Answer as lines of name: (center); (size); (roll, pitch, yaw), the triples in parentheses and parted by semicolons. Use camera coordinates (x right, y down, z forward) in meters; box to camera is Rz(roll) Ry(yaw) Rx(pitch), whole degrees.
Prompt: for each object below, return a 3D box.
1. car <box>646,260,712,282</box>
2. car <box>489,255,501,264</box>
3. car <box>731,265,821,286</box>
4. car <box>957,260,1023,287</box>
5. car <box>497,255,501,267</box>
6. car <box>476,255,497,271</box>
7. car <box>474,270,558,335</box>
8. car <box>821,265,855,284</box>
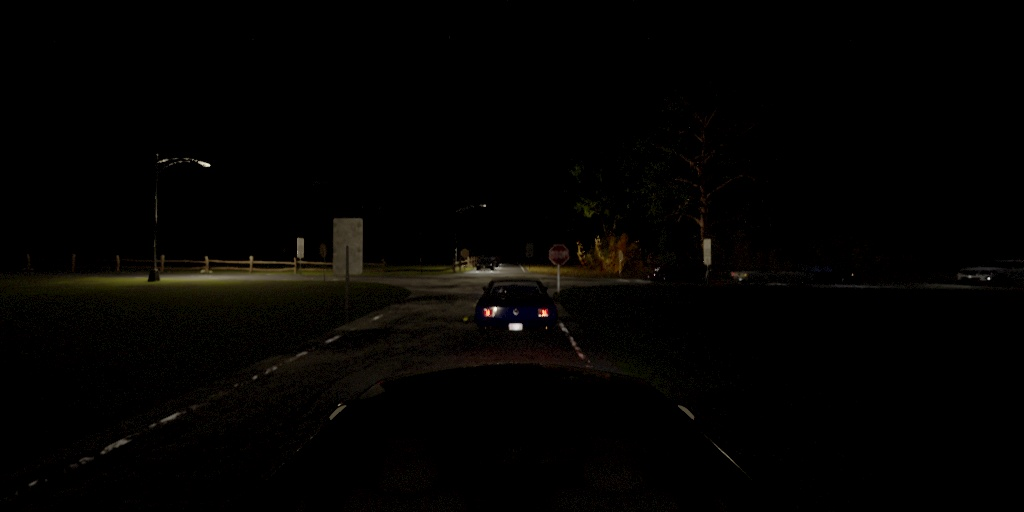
car: (12.819, 1.052, 27.738); (4.553, 1.767, 2.097); (1, 0, 1)
car: (-2.888, 0.589, 62.555); (1.882, 1.535, 5.008); (0, 1, 0)
car: (18.059, 1.363, 24.860); (4.718, 1.301, 1.895); (1, 0, 1)
car: (38.370, 1.301, 27.890); (5.566, 2.045, 2.150); (1, 0, 0)
car: (-2.923, 0.797, 50.205); (1.994, 1.385, 4.181); (0, 1, 0)
car: (-2.916, 0.863, 39.914); (1.812, 1.442, 4.674); (0, 0, 0)
car: (0.088, 1.257, 10.163); (1.895, 1.301, 4.718); (0, 1, 0)
car: (23.267, 1.401, 27.774); (5.357, 1.411, 2.033); (1, 0, 0)
